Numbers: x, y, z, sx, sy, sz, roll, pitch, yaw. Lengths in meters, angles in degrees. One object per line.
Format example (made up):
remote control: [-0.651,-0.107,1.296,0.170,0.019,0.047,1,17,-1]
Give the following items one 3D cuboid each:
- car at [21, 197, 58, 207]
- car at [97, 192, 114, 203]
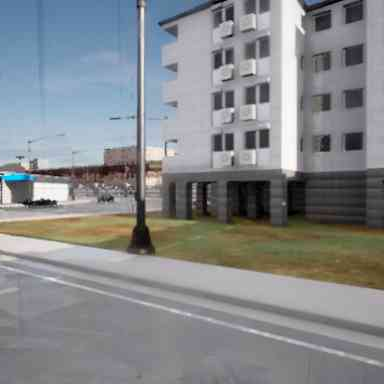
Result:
car: [-21.595,1.435,47.205,1.895,1.301,4.718,0,0,27]
car: [-16.863,1.109,65.301,2.150,2.045,5.566,0,0,0]
